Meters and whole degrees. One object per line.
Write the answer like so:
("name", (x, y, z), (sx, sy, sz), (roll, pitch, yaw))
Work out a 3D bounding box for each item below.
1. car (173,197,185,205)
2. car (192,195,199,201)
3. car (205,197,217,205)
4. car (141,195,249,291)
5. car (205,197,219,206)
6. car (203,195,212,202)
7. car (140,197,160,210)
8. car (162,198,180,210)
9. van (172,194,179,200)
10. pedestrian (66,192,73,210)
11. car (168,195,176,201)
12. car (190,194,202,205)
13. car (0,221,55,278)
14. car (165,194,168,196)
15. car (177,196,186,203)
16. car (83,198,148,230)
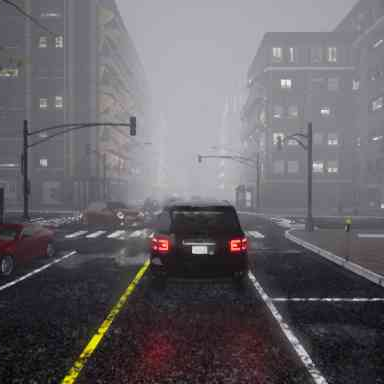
("car", (-2.428, 1.563, 61.649), (1.994, 1.385, 4.181), (0, 0, 1))
("car", (0.856, 1.478, 82.752), (1.882, 1.535, 5.008), (0, 0, 1))
("car", (3.296, 1.543, 59.304), (1.887, 1.381, 4.507), (0, 0, 1))
("car", (0.178, 1.221, 9.152), (2.150, 2.045, 5.566), (0, 0, 1))
("car", (3.237, 1.549, 53.667), (2.008, 1.369, 4.403), (0, 0, 1))
("car", (3.473, 1.440, 76.220), (1.967, 1.590, 4.097), (0, 0, 1))
("car", (-5.261, 1.438, 42.483), (1.967, 1.590, 4.097), (0, 0, 1))
("car", (-2.644, 1.562, 43.109), (1.994, 1.385, 4.181), (0, 0, 2))
("van", (-4.730, 1.340, 93.229), (1.690, 1.788, 3.998), (0, 0, 1))
("pedestrian", (-12.374, 0.902, 33.550), (0.375, 1.860, 0.375), (0, -1, 0))
("car", (-4.849, 1.525, 81.782), (1.752, 1.417, 4.829), (0, 0, 1))
("car", (0.721, 1.351, 60.504), (2.097, 1.767, 4.553), (0, 0, 1))
("car", (-5.600, 1.581, 10.074), (1.802, 1.307, 4.206), (0, 0, 1))
("car", (-4.967, 1.314, 70.675), (2.192, 1.841, 5.009), (0, 0, 1))
("car", (-2.259, 1.522, 71.954), (1.812, 1.442, 4.674), (0, 0, 1))
("car", (-5.005, 1.353, 21.216), (4.553, 1.767, 2.097), (0, 0, 42))
